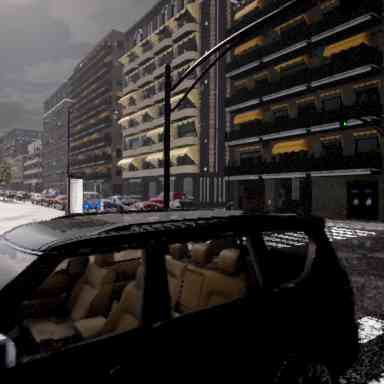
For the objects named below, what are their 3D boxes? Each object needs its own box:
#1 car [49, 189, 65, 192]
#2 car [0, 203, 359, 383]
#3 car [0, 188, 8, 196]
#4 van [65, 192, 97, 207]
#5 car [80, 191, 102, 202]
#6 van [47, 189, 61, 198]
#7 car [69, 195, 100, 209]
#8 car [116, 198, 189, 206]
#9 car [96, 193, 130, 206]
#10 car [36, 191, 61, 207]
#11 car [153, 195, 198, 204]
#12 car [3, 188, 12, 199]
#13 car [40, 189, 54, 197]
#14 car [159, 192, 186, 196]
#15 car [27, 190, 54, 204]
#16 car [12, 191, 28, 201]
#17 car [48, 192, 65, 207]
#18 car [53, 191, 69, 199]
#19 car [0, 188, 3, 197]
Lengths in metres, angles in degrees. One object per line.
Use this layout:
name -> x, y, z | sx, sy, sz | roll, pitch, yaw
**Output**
car -> -17.682, 0.635, 44.463 | 2.097, 1.767, 4.553 | 1, 0, -36
car -> -0.836, 1.223, 2.875 | 5.566, 2.045, 2.150 | 0, 0, -34
car -> -42.419, -0.022, 73.909 | 2.192, 1.841, 5.009 | 2, 0, -36
van -> -9.071, 0.881, 28.218 | 1.690, 1.788, 3.998 | 2, 0, -36
car -> -15.650, 0.711, 51.441 | 1.967, 1.590, 4.097 | 2, 0, -36
van -> -28.986, 0.261, 69.717 | 1.690, 1.788, 3.998 | 2, 0, -36
car -> -11.826, 1.039, 36.369 | 1.895, 1.301, 4.718 | 1, 0, -36
car -> -2.408, 1.261, 19.080 | 1.887, 1.381, 4.507 | 2, 0, -36
car -> -6.004, 1.083, 28.382 | 2.128, 1.511, 4.902 | 1, 0, -36
car -> -15.747, 0.909, 37.356 | 1.887, 1.381, 4.507 | 2, 0, -36
car -> -0.419, 1.217, 20.723 | 1.882, 1.535, 5.008 | 1, 0, -35
car -> -32.421, 0.471, 60.202 | 1.887, 1.381, 4.507 | 2, 0, -36
car -> -32.324, 0.272, 74.286 | 1.967, 1.590, 4.097 | 2, 0, -36
car -> -2.307, 0.937, 33.164 | 2.192, 1.841, 5.009 | 2, 0, -36
car -> -18.981, 0.805, 41.788 | 1.752, 1.417, 4.829 | 2, 0, -36
car -> -25.748, 0.542, 51.063 | 1.967, 1.590, 4.097 | 2, 0, -36
car -> -12.412, 0.997, 32.787 | 1.887, 1.381, 4.507 | 2, 0, -36
car -> -25.757, 0.530, 65.286 | 1.752, 1.417, 4.829 | 2, 0, -36
car -> -39.091, 0.301, 69.339 | 2.008, 1.369, 4.403 | 2, 0, -36
